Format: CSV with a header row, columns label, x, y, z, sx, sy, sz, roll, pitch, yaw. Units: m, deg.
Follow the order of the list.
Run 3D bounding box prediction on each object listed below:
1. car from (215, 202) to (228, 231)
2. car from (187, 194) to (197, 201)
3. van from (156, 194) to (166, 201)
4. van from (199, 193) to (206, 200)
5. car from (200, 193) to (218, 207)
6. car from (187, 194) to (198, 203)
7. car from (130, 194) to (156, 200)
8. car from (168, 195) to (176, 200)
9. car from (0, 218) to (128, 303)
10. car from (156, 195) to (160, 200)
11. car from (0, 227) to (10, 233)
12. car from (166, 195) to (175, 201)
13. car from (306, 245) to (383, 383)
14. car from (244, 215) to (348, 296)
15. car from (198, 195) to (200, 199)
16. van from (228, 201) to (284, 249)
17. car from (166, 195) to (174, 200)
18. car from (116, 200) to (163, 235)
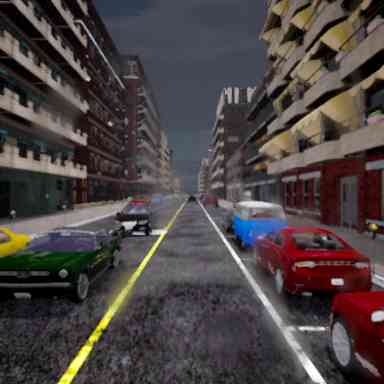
label,x,y,z,sx,sy,sz,roll,pitch,yaw
car,2.703,1.510,19.725,2.008,1.369,4.403,0,0,0
car,0.020,1.303,76.283,2.128,1.511,4.902,0,0,0
van,-5.667,1.243,53.698,1.690,1.788,3.998,0,0,0
van,2.721,1.217,87.669,1.690,1.788,3.998,0,0,0
car,2.712,1.228,48.034,2.192,1.841,5.009,0,0,0
car,0.020,1.393,65.861,1.837,1.490,4.892,0,0,0
car,-5.671,1.242,36.712,2.192,1.841,5.009,0,0,0
car,-5.659,1.421,93.333,2.008,1.369,4.403,0,0,0
car,-3.090,1.581,8.276,1.895,1.301,4.718,0,0,0
car,-5.671,1.469,42.373,2.008,1.369,4.403,0,0,0
car,-5.680,1.505,8.231,1.752,1.417,4.829,1,0,0
car,-5.662,1.402,81.838,1.752,1.417,4.829,0,0,0
car,2.699,1.539,2.738,1.887,1.381,4.507,0,0,0
car,2.700,1.527,8.400,1.887,1.381,4.507,0,0,0
car,2.714,1.474,65.020,1.802,1.307,4.206,0,0,0
van,2.703,1.311,14.062,1.690,1.788,3.998,0,0,0
car,-5.661,1.399,87.501,1.752,1.417,4.829,0,0,0
car,-3.022,1.450,18.503,2.128,1.511,4.902,0,0,1
